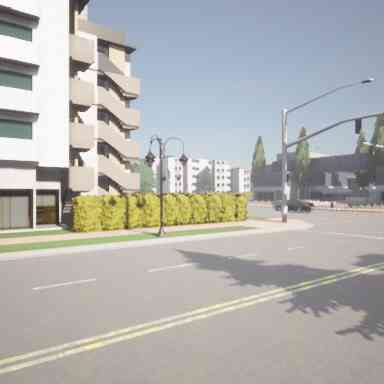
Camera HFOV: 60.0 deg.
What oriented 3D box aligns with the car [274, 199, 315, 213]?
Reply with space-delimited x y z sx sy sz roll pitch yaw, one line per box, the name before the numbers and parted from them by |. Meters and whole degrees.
car | 11.318 1.520 37.086 1.812 1.442 4.674 0 0 -39
